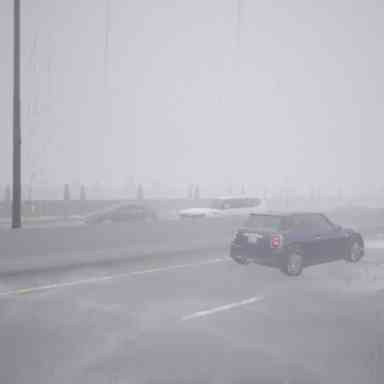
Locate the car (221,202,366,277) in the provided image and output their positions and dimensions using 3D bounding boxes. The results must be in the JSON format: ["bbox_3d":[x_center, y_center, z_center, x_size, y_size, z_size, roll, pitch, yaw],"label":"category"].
[{"bbox_3d":[3.422,1.353,10.486,4.553,1.767,2.097,0,0,-35],"label":"car"}]

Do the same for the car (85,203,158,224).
[{"bbox_3d":[-4.613,1.506,22.193,4.892,1.490,1.837,0,0,-35],"label":"car"}]

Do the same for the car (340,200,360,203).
[{"bbox_3d":[14.805,1.528,31.714,4.674,1.442,1.812,0,0,-35],"label":"car"}]

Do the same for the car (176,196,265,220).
[{"bbox_3d":[1.784,1.223,18.158,5.566,2.045,2.150,0,0,-35],"label":"car"}]
